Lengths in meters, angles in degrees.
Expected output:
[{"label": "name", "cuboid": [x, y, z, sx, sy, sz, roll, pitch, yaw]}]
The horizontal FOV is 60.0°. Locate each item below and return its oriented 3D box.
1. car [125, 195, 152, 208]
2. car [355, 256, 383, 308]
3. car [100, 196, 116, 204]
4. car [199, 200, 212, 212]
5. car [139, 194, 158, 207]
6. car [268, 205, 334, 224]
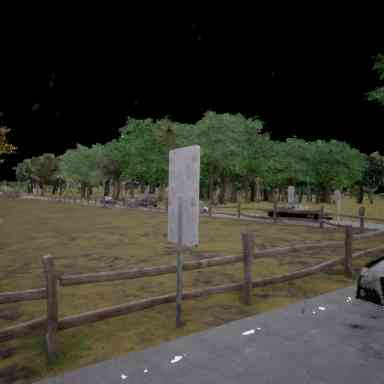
[{"label": "car", "cuboid": [-7.958, 1.571, 47.282, 1.994, 1.385, 4.181, 2, -1, -35]}, {"label": "car", "cuboid": [5.200, 1.575, 6.787, 4.181, 1.385, 1.994, 0, 0, -36]}, {"label": "car", "cuboid": [-16.051, 1.577, 63.596, 1.812, 1.442, 4.674, 2, -1, -35]}, {"label": "car", "cuboid": [0.175, 1.501, 35.863, 2.128, 1.511, 4.902, 2, -1, -36]}, {"label": "car", "cuboid": [-7.324, 1.300, 51.423, 2.150, 2.045, 5.566, 2, -1, -35]}, {"label": "car", "cuboid": [8.047, 1.618, 24.851, 1.895, 1.301, 4.718, 2, -1, -36]}]
